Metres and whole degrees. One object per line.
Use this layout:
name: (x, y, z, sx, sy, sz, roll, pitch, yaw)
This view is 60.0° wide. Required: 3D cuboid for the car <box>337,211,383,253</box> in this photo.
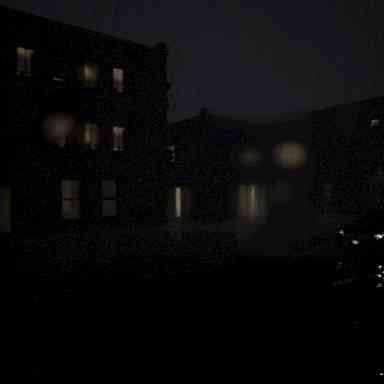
car: (7.684, 1.492, 13.149, 4.674, 1.442, 1.812, 0, 0, -35)
